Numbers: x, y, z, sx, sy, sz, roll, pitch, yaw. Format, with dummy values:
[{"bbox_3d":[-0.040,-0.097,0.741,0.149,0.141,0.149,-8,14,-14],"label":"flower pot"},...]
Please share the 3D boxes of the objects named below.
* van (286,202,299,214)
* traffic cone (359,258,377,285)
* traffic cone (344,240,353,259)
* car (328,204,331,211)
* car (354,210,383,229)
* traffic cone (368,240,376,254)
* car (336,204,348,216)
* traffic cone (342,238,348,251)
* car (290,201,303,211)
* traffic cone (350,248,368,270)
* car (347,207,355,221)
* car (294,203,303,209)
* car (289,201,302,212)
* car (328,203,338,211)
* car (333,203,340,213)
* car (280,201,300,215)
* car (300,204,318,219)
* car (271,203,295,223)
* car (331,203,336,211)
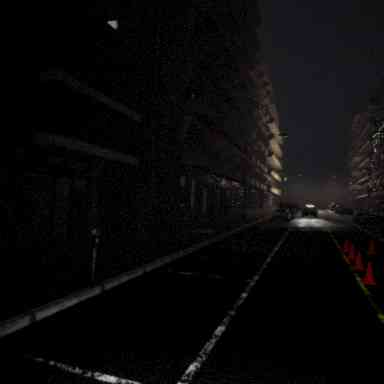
[{"bbox_3d":[16.264,2.496,53.581,1.690,1.788,3.998,4,0,20],"label":"van"},{"bbox_3d":[4.891,2.222,9.182,0.340,0.580,0.340,2,-1,20],"label":"traffic cone"},{"bbox_3d":[6.226,2.307,12.951,0.340,0.580,0.340,2,-1,20],"label":"traffic cone"},{"bbox_3d":[31.018,3.253,71.749,2.192,1.841,5.009,3,0,20],"label":"car"},{"bbox_3d":[16.271,2.445,30.039,1.887,1.381,4.507,3,0,20],"label":"car"},{"bbox_3d":[7.835,2.382,14.502,0.340,0.580,0.340,2,-1,20],"label":"traffic cone"},{"bbox_3d":[23.654,2.951,50.888,1.887,1.381,4.507,3,0,20],"label":"car"},{"bbox_3d":[6.894,2.350,14.836,0.340,0.580,0.340,2,-1,20],"label":"traffic cone"},{"bbox_3d":[21.802,2.867,69.216,2.192,1.841,5.009,3,0,20],"label":"car"},{"bbox_3d":[5.559,2.264,11.067,0.340,0.580,0.340,2,-1,20],"label":"traffic cone"},{"bbox_3d":[18.117,2.575,35.252,2.008,1.369,4.403,3,0,20],"label":"car"},{"bbox_3d":[25.478,3.389,79.640,1.947,1.339,4.313,3,0,20],"label":"car"},{"bbox_3d":[19.957,2.734,64.005,2.192,1.841,5.009,3,0,20],"label":"car"},{"bbox_3d":[34.701,3.653,82.174,1.967,1.590,4.097,3,0,20],"label":"car"},{"bbox_3d":[25.500,3.082,56.099,1.887,1.381,4.507,3,0,20],"label":"car"},{"bbox_3d":[10.730,2.088,37.946,2.192,1.841,5.009,4,0,20],"label":"car"},{"bbox_3d":[14.704,2.563,41.590,1.895,1.301,4.718,2,-1,20],"label":"car"},{"bbox_3d":[8.814,2.170,32.573,1.752,1.417,4.829,4,0,20],"label":"car"},{"bbox_3d":[27.359,3.111,61.310,1.967,1.590,4.097,3,0,20],"label":"car"}]
